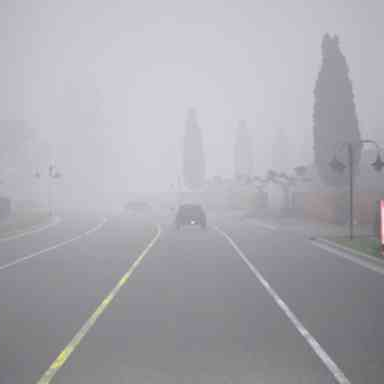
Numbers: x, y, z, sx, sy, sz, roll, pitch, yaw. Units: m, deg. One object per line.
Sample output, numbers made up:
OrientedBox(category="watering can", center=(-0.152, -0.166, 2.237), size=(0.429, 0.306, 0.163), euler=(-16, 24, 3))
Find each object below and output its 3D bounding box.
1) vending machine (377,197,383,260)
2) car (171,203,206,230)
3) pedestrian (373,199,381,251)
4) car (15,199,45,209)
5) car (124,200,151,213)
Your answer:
OrientedBox(category="vending machine", center=(6.877, 1.206, 10.899), size=(1.100, 2.100, 0.880), euler=(0, 0, 0))
OrientedBox(category="car", center=(-0.256, 1.490, 21.648), size=(1.837, 1.490, 4.892), euler=(1, 0, -6))
OrientedBox(category="pedestrian", center=(6.810, 1.155, 11.944), size=(0.375, 1.860, 0.375), euler=(0, 0, 0))
OrientedBox(category="car", center=(-23.897, 1.791, 48.999), size=(4.892, 1.490, 1.837), euler=(-1, -1, 27))
OrientedBox(category="car", center=(-6.384, 1.645, 38.536), size=(1.994, 1.385, 4.181), euler=(0, -1, -33))
